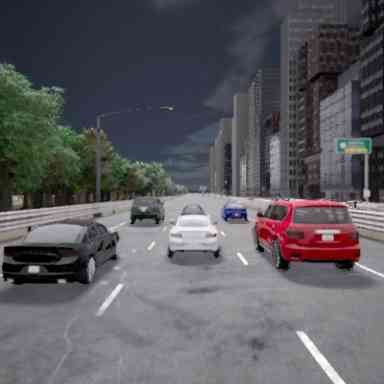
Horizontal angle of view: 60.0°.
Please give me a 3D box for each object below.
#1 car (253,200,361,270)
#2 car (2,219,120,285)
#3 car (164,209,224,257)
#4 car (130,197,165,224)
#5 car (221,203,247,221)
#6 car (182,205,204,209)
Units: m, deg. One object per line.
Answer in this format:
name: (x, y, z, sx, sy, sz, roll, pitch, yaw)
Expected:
car: (3.566, 1.292, 11.367, 2.150, 2.045, 5.566, 0, 0, 0)
car: (-3.437, 1.525, 9.742, 1.882, 1.535, 5.008, 1, 0, 0)
car: (0.080, 1.605, 13.234, 1.812, 1.442, 4.674, 0, 0, 1)
car: (-3.432, 1.386, 26.344, 2.150, 2.045, 5.566, 0, 0, 0)
car: (3.580, 1.657, 28.956, 1.882, 1.535, 5.008, 0, 0, 0)
car: (0.078, 1.737, 28.077, 1.994, 1.385, 4.181, 0, 0, 0)
